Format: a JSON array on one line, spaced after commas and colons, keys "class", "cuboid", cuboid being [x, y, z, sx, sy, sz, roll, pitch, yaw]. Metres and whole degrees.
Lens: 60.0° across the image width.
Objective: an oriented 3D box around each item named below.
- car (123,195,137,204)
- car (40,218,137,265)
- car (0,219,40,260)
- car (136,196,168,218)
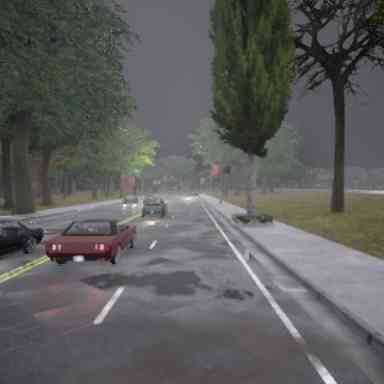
[{"class": "car", "cuboid": [-9.798, 1.192, 53.486, 1.812, 1.442, 4.674, 0, 0, 0]}, {"class": "car", "cuboid": [-3.148, 1.559, 11.485, 1.895, 1.301, 4.718, 0, 0, 0]}, {"class": "car", "cuboid": [-6.597, 1.564, 10.454, 1.895, 1.301, 4.718, 0, 0, 0]}, {"class": "car", "cuboid": [-3.143, 1.351, 28.791, 2.128, 1.511, 4.902, 0, 0, 0]}]
